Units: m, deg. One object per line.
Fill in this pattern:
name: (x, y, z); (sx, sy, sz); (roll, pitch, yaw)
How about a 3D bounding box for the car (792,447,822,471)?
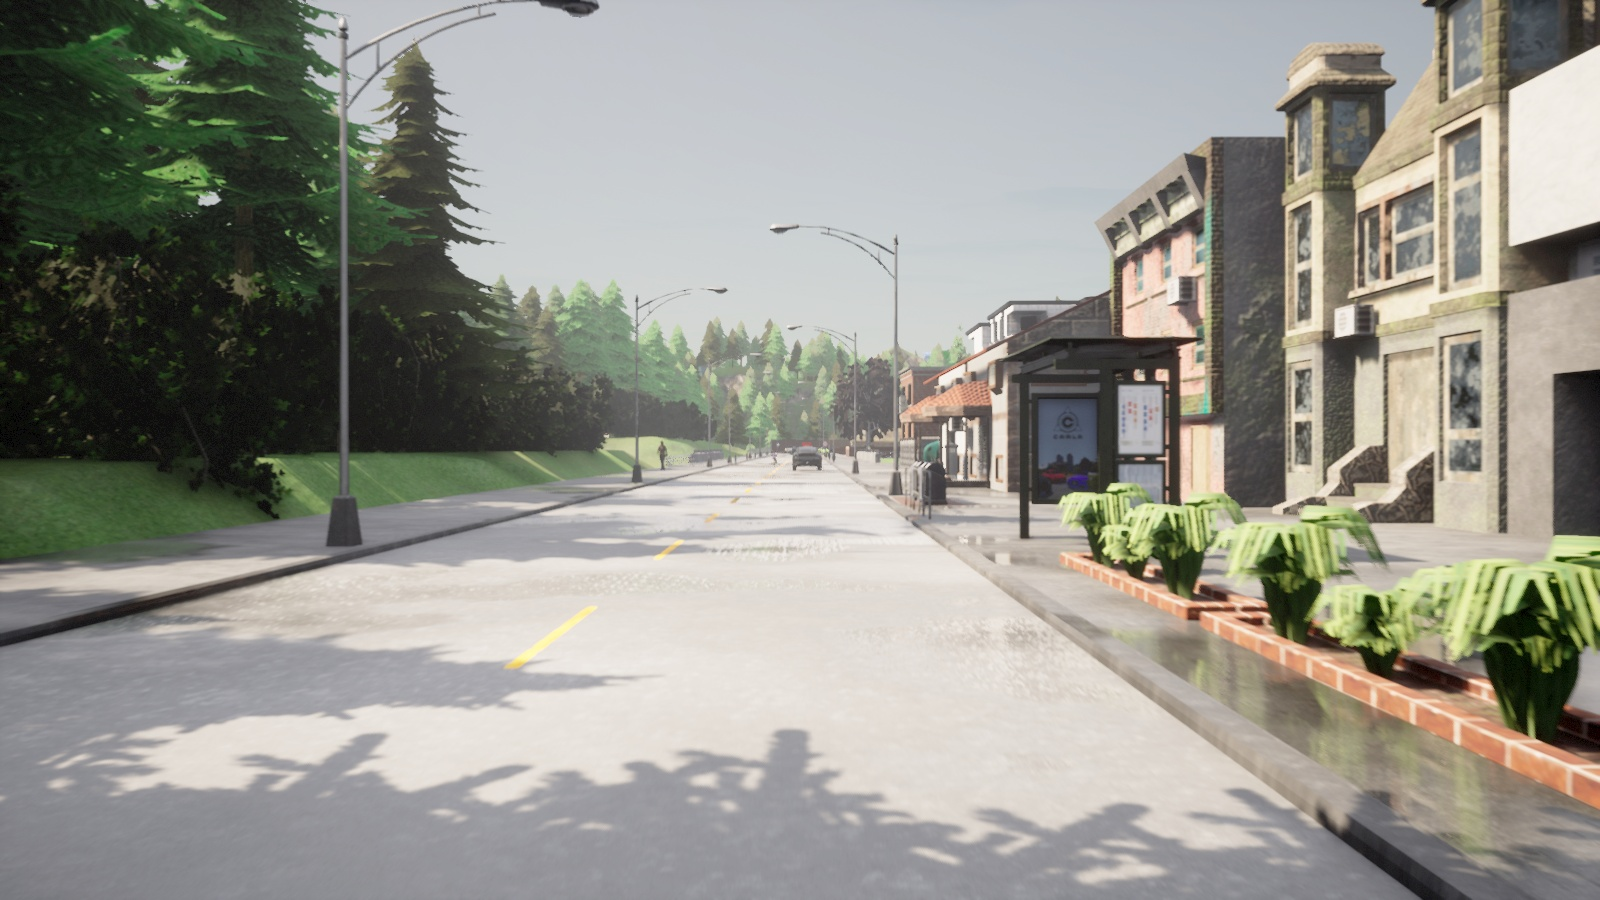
car: (0.459, 0.568, 80.516); (1.837, 1.490, 4.892); (0, 0, 0)
